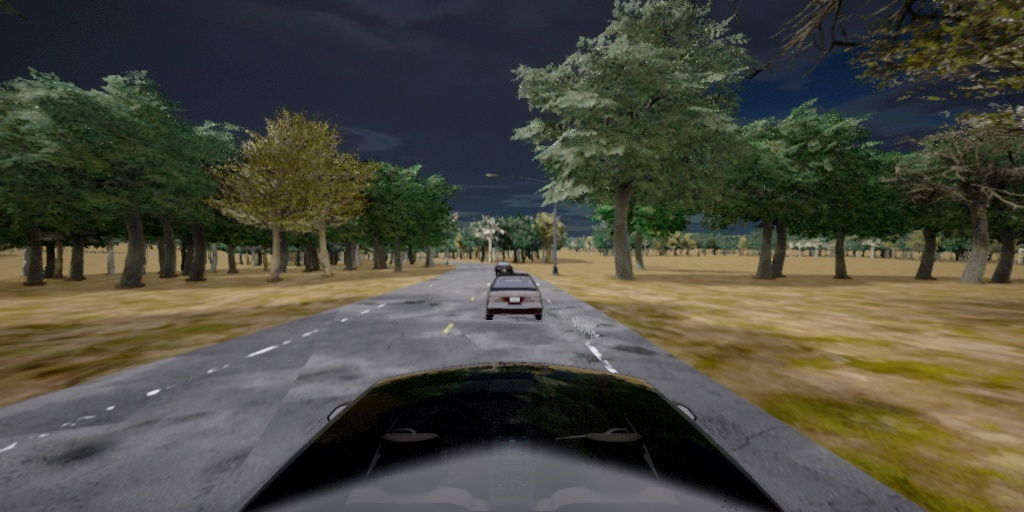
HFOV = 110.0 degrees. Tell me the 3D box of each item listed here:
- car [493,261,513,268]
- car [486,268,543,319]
[{"bbox_3d":[-0.940,1.316,38.485,1.882,1.535,5.008,0,0,-4],"label":"car"},{"bbox_3d":[0.048,1.317,12.901,2.033,1.411,5.357,0,0,-1],"label":"car"}]
